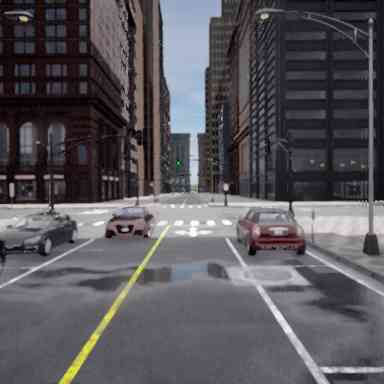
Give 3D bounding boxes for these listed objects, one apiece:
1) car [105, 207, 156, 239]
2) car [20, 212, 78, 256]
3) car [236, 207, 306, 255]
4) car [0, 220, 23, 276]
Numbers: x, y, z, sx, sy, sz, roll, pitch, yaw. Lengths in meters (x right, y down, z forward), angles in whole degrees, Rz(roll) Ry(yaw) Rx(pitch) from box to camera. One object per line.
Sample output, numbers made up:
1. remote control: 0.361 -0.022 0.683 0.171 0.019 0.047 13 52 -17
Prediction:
1. car: -2.943 1.445 16.593 1.994 1.385 4.181 0 0 0
2. car: -5.723 1.485 12.693 2.008 1.369 4.403 -1 0 0
3. car: 2.800 1.311 12.663 1.967 1.590 4.097 -1 0 0
4. car: -5.743 1.548 7.056 1.947 1.339 4.313 -1 0 0
